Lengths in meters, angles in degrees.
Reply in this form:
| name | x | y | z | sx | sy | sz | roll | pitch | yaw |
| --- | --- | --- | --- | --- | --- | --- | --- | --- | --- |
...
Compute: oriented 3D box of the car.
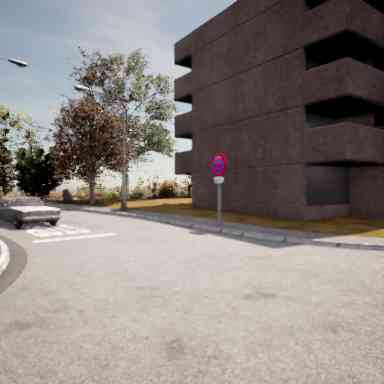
| name | x | y | z | sx | sy | sz | roll | pitch | yaw |
| --- | --- | --- | --- | --- | --- | --- | --- | --- | --- |
| car | -8.345 | 0.920 | 16.471 | 4.718 | 1.301 | 1.895 | 3 | 2 | 42 |
